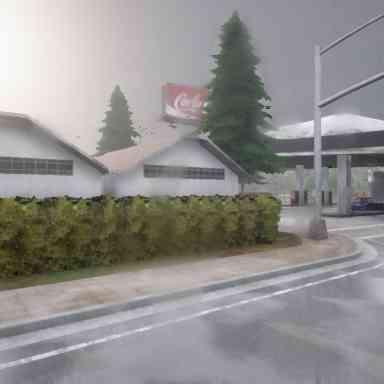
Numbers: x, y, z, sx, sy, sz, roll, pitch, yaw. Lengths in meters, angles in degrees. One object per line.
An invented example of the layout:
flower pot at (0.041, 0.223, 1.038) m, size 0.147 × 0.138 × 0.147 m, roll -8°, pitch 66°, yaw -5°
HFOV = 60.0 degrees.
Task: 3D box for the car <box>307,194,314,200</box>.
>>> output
car at (31.771, 1.330, 88.805) m, size 2.152 × 1.636 × 5.027 m, roll 0°, pitch 0°, yaw -36°

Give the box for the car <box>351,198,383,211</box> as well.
car at (20.748, 1.480, 39.301) m, size 4.611 × 1.667 × 2.242 m, roll 0°, pitch 0°, yaw -36°
